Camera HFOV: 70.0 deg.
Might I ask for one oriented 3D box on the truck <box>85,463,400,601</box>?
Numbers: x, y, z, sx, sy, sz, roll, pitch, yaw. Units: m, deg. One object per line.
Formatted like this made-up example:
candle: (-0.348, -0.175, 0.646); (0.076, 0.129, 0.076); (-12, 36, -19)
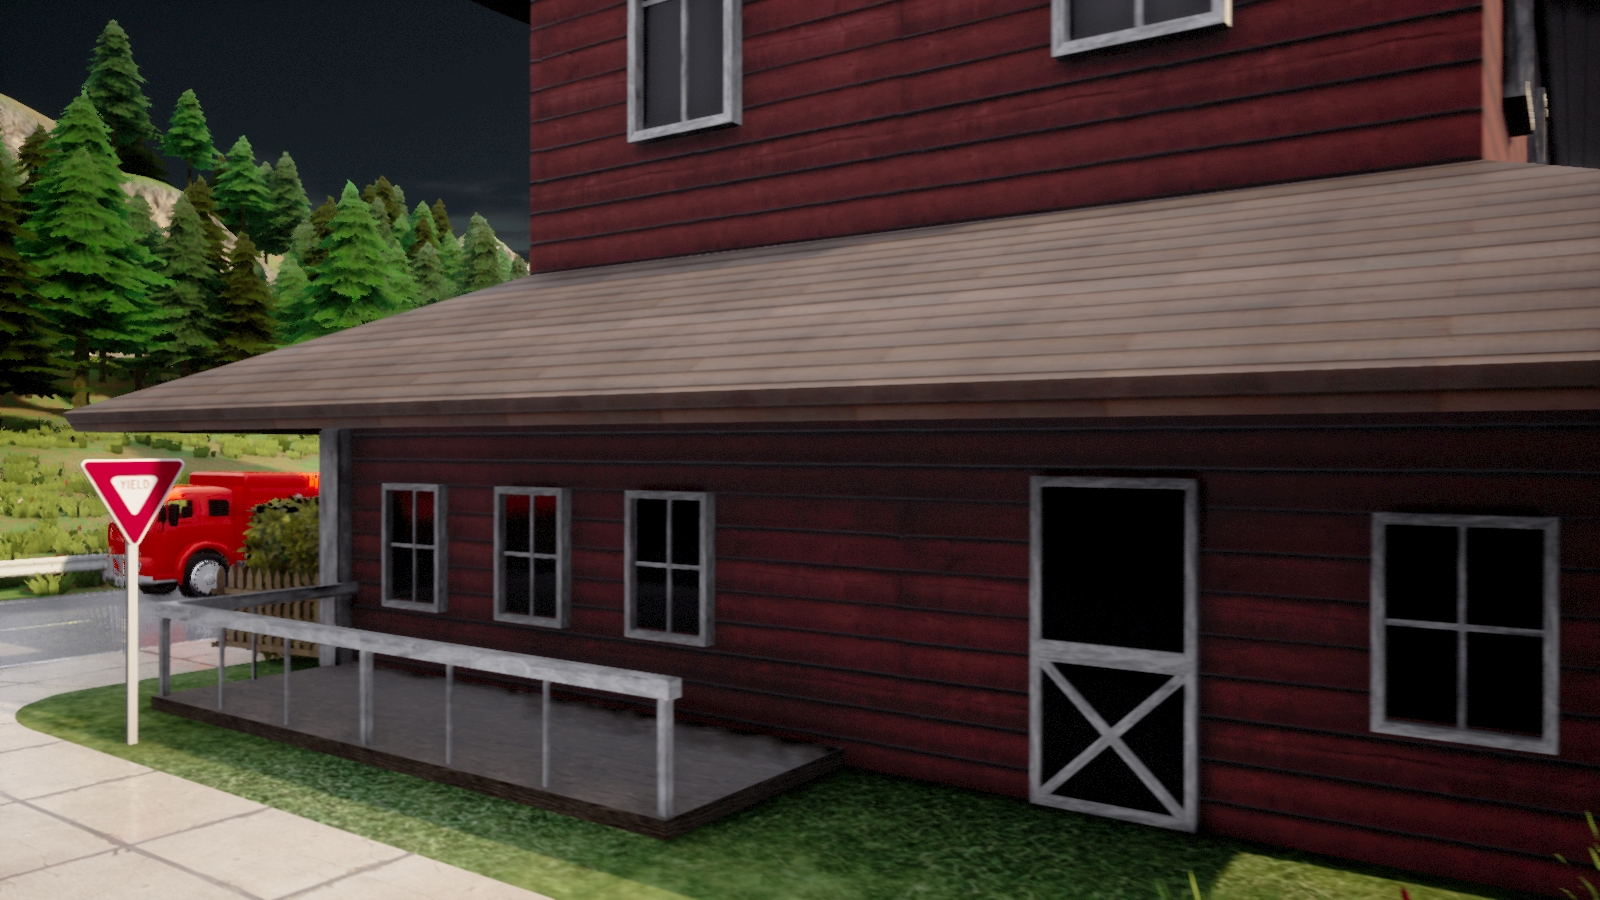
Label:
truck: (-11.320, 1.533, 23.594); (2.627, 2.467, 5.204); (0, -1, 35)
